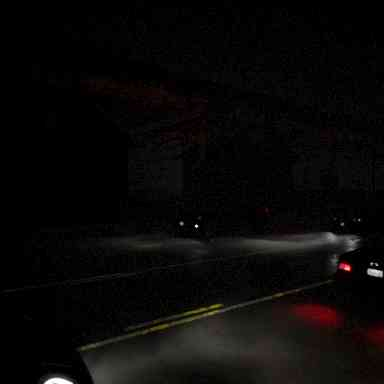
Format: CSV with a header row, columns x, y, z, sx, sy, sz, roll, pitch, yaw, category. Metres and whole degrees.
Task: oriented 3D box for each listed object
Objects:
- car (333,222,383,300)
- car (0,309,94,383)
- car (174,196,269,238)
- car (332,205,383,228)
x,y,z,sx,sy,sz,roll,pitch,yaw,category
5.434,1.547,7.636,5.357,1.411,2.033,0,0,-36,car
-2.801,1.352,1.730,4.553,1.767,2.097,0,0,-36,car
1.747,1.223,18.108,5.566,2.045,2.150,0,0,-35,car
10.331,1.528,19.852,4.902,1.511,2.128,0,0,-36,car
